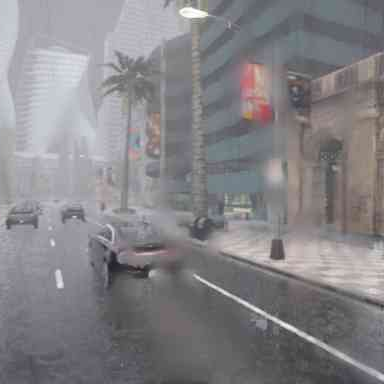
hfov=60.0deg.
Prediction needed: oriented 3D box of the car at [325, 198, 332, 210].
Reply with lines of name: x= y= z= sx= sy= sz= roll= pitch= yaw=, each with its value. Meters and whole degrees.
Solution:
car: x=11.728 y=1.546 z=31.374 sx=2.435 sy=2.045 sz=5.566 roll=1 pitch=-1 yaw=-24

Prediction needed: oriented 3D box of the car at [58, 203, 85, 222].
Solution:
car: x=-10.457 y=1.773 z=29.039 sx=1.837 sy=1.490 sz=4.892 roll=1 pitch=-1 yaw=-24

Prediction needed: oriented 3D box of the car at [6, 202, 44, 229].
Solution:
car: x=-11.631 y=1.671 z=23.064 sx=2.128 sy=1.511 sz=4.902 roll=1 pitch=-1 yaw=-24

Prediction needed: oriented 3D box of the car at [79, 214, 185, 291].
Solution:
car: x=-1.780 y=1.597 z=9.511 sx=2.128 sy=1.511 sz=4.902 roll=1 pitch=-1 yaw=-24

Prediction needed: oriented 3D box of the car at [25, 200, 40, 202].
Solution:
car: x=-17.513 y=1.647 z=36.627 sx=2.097 sy=1.767 sz=4.553 roll=1 pitch=-1 yaw=-22
